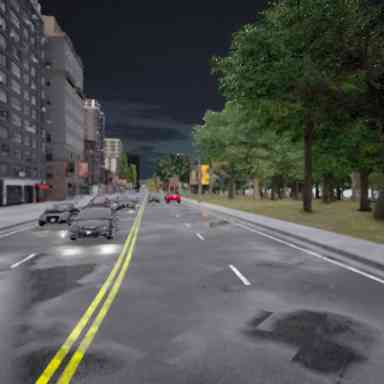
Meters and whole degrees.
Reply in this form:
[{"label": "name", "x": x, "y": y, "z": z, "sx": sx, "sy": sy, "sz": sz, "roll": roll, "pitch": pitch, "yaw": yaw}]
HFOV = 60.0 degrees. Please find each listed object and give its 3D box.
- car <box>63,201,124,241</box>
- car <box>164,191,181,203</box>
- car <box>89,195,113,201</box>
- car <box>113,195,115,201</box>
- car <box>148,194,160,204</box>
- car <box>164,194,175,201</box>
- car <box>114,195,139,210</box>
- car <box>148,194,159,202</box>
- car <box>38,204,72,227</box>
[{"label": "car", "x": -4.663, "y": 1.442, "z": 16.436, "sx": 1.837, "sy": 1.490, "sz": 4.892, "roll": 0, "pitch": 1, "yaw": -7}, {"label": "car", "x": -3.111, "y": 0.821, "z": 55.628, "sx": 2.150, "sy": 2.045, "sz": 5.566, "roll": 0, "pitch": 0, "yaw": -7}, {"label": "car", "x": -10.803, "y": 1.267, "z": 38.867, "sx": 1.882, "sy": 1.535, "sz": 5.008, "roll": 0, "pitch": 0, "yaw": -7}, {"label": "car", "x": -12.771, "y": 1.198, "z": 54.274, "sx": 1.812, "sy": 1.442, "sz": 4.674, "roll": 0, "pitch": 0, "yaw": -7}, {"label": "car", "x": -6.384, "y": 1.221, "z": 55.625, "sx": 1.895, "sy": 1.301, "sz": 4.718, "roll": 0, "pitch": 0, "yaw": -7}, {"label": "car", "x": -4.450, "y": 1.082, "z": 65.934, "sx": 1.994, "sy": 1.385, "sz": 4.181, "roll": 0, "pitch": 1, "yaw": -7}, {"label": "car", "x": -7.438, "y": 1.339, "z": 38.143, "sx": 1.994, "sy": 1.385, "sz": 4.181, "roll": 0, "pitch": 0, "yaw": -7}, {"label": "car", "x": -7.673, "y": 1.097, "z": 65.515, "sx": 2.033, "sy": 1.411, "sz": 5.357, "roll": 0, "pitch": 1, "yaw": -7}, {"label": "car", "x": -8.657, "y": 1.480, "z": 22.097, "sx": 1.994, "sy": 1.385, "sz": 4.181, "roll": 0, "pitch": 0, "yaw": -7}]
